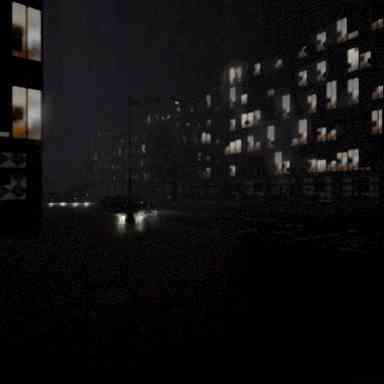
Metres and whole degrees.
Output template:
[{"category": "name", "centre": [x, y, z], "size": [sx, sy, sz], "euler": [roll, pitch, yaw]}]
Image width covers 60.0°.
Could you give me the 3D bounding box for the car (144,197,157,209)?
[{"category": "car", "centre": [-5.517, 1.041, 33.787], "size": [1.895, 1.301, 4.718], "euler": [0, 1, -38]}]

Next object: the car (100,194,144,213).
[{"category": "car", "centre": [-6.588, 0.969, 29.887], "size": [1.882, 1.535, 5.008], "euler": [0, 1, -38]}]

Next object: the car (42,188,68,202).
[{"category": "car", "centre": [-19.386, 0.590, 46.377], "size": [1.882, 1.535, 5.008], "euler": [0, 1, -38]}]

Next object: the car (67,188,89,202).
[{"category": "car", "centre": [-16.973, 0.425, 48.572], "size": [2.150, 2.045, 5.566], "euler": [0, 1, -38]}]
